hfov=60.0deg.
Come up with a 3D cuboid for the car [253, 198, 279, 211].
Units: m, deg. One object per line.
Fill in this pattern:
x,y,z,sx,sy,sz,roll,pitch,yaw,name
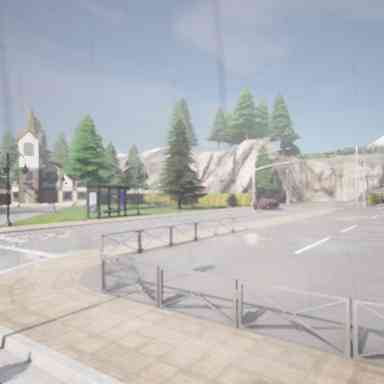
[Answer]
9.432,1.547,42.075,1.882,1.535,5.008,0,0,35,car
